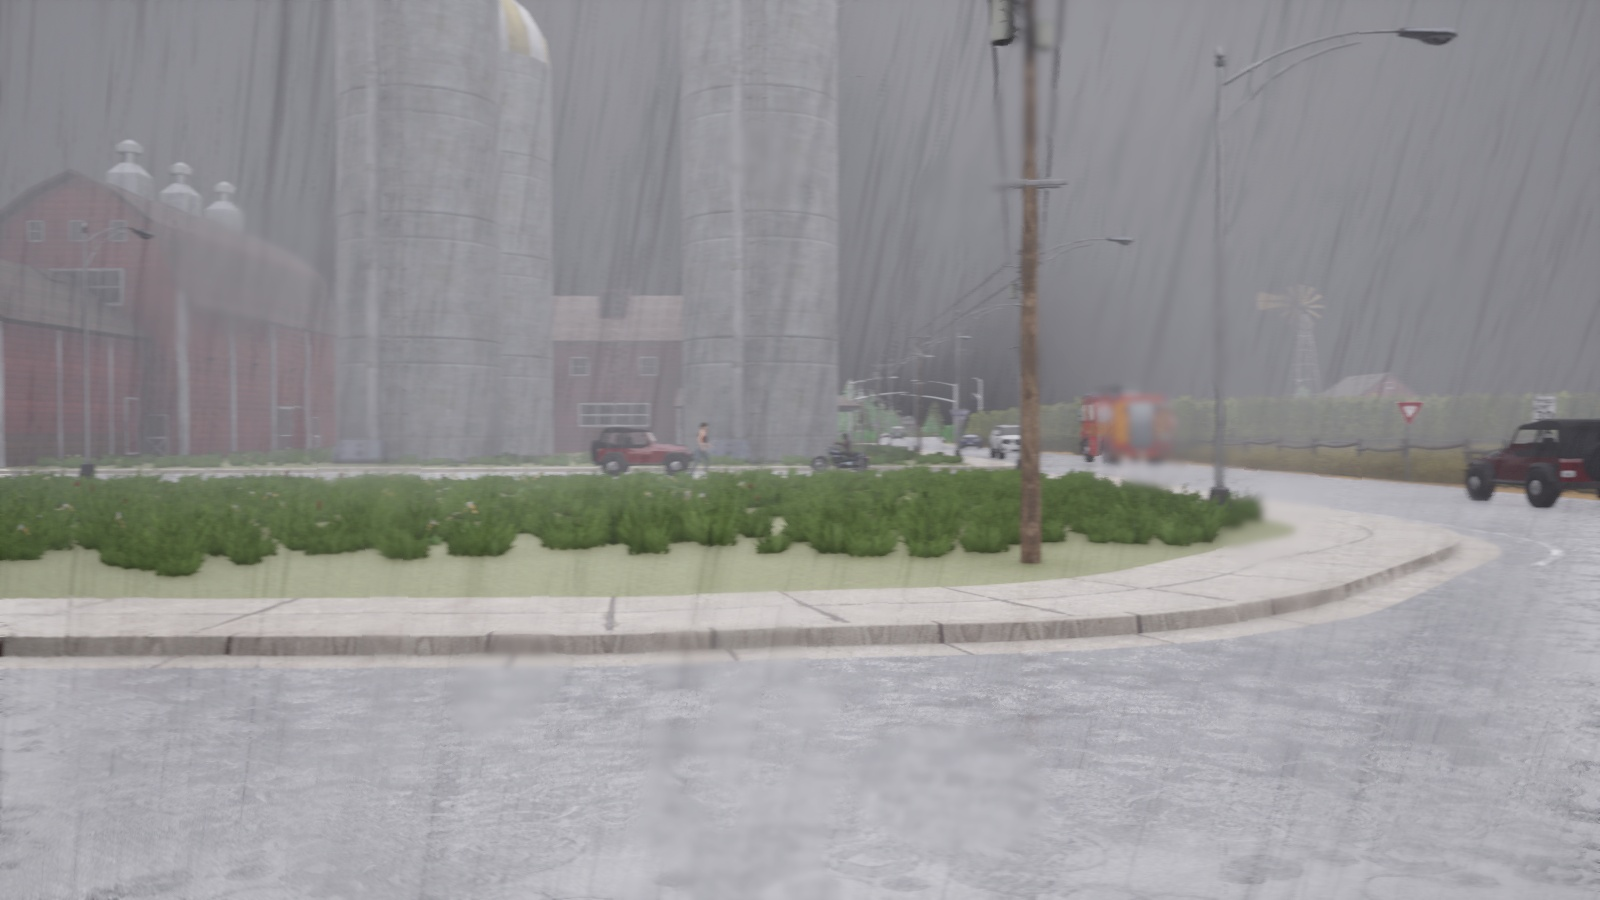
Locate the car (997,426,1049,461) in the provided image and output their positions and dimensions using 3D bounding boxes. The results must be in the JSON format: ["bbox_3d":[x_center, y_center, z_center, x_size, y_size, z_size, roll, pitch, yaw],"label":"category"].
[{"bbox_3d":[13.365,-0.403,75.425,2.150,2.045,5.566,0,1,0],"label":"car"}]

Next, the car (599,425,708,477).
[{"bbox_3d":[-5.426,0.017,46.859,3.866,1.878,1.905,0,1,0],"label":"car"}]

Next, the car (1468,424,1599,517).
[{"bbox_3d":[16.580,0.384,27.381,1.905,1.878,3.866,0,1,-1],"label":"car"}]

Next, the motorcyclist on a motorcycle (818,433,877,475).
[{"bbox_3d":[1.889,0.147,50.436,2.350,1.649,0.766,0,1,0],"label":"motorcyclist on a motorcycle"}]

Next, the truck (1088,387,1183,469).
[{"bbox_3d":[16.841,-1.102,63.682,2.891,3.827,8.468,0,1,3],"label":"truck"}]

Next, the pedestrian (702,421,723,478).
[{"bbox_3d":[-2.811,-0.018,40.274,0.594,1.836,0.345,0,1,-24],"label":"pedestrian"}]
